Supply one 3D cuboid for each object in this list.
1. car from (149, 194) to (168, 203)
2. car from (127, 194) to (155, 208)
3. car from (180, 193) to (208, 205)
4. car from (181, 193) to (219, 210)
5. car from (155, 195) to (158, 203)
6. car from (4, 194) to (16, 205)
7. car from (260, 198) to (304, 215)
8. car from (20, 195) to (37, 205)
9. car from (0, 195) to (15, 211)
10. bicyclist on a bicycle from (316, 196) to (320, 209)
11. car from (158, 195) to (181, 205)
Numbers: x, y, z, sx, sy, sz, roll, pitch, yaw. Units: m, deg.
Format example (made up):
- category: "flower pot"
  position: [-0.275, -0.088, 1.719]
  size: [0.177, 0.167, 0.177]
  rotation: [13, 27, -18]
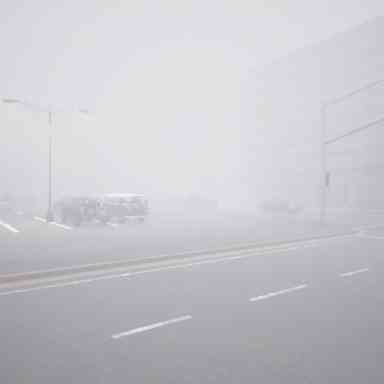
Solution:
- category: "car"
  position: [-7.019, 1.407, 69.358]
  size: [2.097, 1.767, 4.553]
  rotation: [0, 0, -35]
- category: "car"
  position: [-9.304, 1.646, 60.330]
  size: [2.033, 1.411, 5.357]
  rotation: [0, 0, -35]
- category: "car"
  position: [0.223, 1.275, 59.195]
  size: [2.150, 2.045, 5.566]
  rotation: [0, 0, -35]
- category: "car"
  position: [1.269, 1.274, 45.331]
  size: [2.150, 2.045, 5.566]
  rotation: [0, 0, -35]
- category: "car"
  position: [-8.953, 1.547, 66.022]
  size: [2.128, 1.511, 4.902]
  rotation: [0, 0, -35]
- category: "car"
  position: [-29.692, 1.212, 53.715]
  size: [1.905, 1.878, 3.866]
  rotation: [0, 0, -35]
- category: "car"
  position: [9.183, 1.406, 34.217]
  size: [2.097, 1.767, 4.553]
  rotation: [0, 0, -35]
- category: "car"
  position: [-27.298, 1.209, 55.342]
  size: [1.932, 1.855, 4.605]
  rotation: [0, 0, -35]
- category: "car"
  position: [-21.815, 1.451, 37.892]
  size: [1.970, 1.475, 3.806]
  rotation: [0, 0, -35]
- category: "bicyclist on a bicycle"
  position: [16.505, 1.356, 42.866]
  size: [1.656, 1.620, 0.582]
  rotation: [0, 0, -35]
- category: "car"
  position: [-3.540, 1.533, 58.443]
  size: [1.882, 1.535, 5.008]
  rotation: [0, 0, -36]
